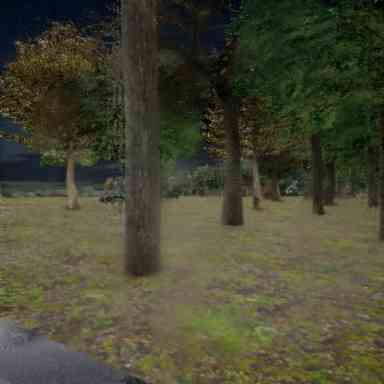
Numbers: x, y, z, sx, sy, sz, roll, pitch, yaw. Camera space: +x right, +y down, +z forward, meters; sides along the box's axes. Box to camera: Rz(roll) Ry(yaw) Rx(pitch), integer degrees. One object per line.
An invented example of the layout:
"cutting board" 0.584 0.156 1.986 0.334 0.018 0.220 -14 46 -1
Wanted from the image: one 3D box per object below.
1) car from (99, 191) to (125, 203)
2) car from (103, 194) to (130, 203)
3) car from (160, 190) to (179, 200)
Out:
"car" -13.698 0.868 58.418 2.150 2.045 5.566 -3 -1 35
"car" -14.358 1.212 63.566 1.882 1.535 5.008 -3 -1 36
"car" -5.037 0.630 70.659 2.150 2.045 5.566 -3 -1 35
